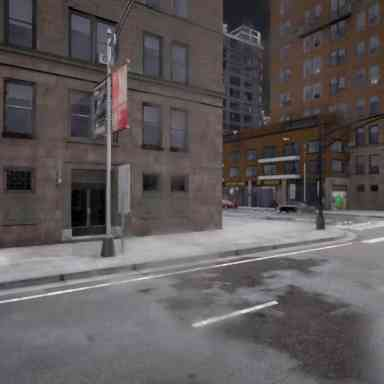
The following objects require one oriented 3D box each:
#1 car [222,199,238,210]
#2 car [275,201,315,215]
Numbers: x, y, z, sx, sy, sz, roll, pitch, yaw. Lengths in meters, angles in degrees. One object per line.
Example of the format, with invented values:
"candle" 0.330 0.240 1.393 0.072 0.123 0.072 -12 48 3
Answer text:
"car" 4.238 1.594 43.304 1.802 1.307 4.206 0 0 -35
"car" 10.593 1.580 34.298 1.947 1.339 4.313 0 0 -35
